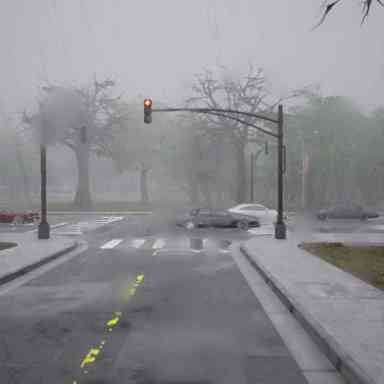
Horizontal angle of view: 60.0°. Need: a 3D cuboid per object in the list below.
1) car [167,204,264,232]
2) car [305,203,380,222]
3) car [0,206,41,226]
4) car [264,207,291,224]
[{"bbox_3d":[1.228,1.553,19.613,5.357,1.411,2.033,0,0,0],"label":"car"},{"bbox_3d":[11.820,1.560,26.311,5.357,1.411,2.033,0,0,0],"label":"car"},{"bbox_3d":[-13.016,1.586,22.868,4.718,1.301,1.895,0,0,0],"label":"car"},{"bbox_3d":[4.358,1.532,22.862,4.674,1.442,1.812,0,0,0],"label":"car"}]
